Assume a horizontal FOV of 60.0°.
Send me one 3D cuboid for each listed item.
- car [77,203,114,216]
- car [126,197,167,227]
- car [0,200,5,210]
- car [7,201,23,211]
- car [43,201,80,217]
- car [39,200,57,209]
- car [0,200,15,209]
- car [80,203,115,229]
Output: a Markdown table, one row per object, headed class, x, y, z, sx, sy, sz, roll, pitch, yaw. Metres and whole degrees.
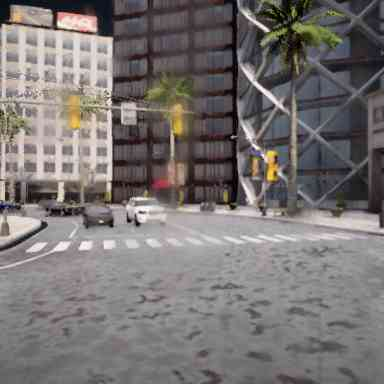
| class | x | y | z | sx | sy | sz | roll | pitch | yaw |
| --- | --- | --- | --- | --- | --- | --- | --- | --- | --- |
| car | -11.008 | 1.932 | 37.705 | 4.718 | 1.301 | 1.895 | 0 | -1 | 44 |
| car | -3.605 | 1.450 | 25.581 | 2.150 | 2.045 | 5.566 | 0 | -1 | -21 |
| car | -27.382 | 1.862 | 43.627 | 5.008 | 1.535 | 1.882 | 0 | -1 | 17 |
| car | -26.413 | 2.060 | 46.992 | 4.718 | 1.301 | 1.895 | 0 | -1 | 17 |
| car | -13.735 | 1.912 | 35.549 | 4.718 | 1.301 | 1.895 | 0 | -1 | 43 |
| car | -22.149 | 2.023 | 52.760 | 4.181 | 1.385 | 1.994 | 0 | -1 | 21 |
| car | -31.987 | 2.039 | 55.263 | 4.181 | 1.385 | 1.994 | 0 | -1 | 7 |
| car | -6.783 | 1.690 | 24.024 | 1.882 | 1.535 | 5.008 | 0 | -1 | -20 |
